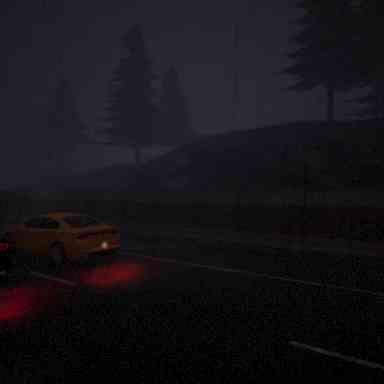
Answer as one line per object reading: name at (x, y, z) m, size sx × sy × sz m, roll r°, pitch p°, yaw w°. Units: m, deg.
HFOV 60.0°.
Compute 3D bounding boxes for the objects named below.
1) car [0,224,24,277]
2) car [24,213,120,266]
car at (-6.727, 1.461, 8.814) m, size 5.008 × 1.535 × 1.882 m, roll 0°, pitch 0°, yaw 36°
car at (-4.683, 1.465, 11.655) m, size 5.008 × 1.535 × 1.882 m, roll 0°, pitch 0°, yaw 36°
